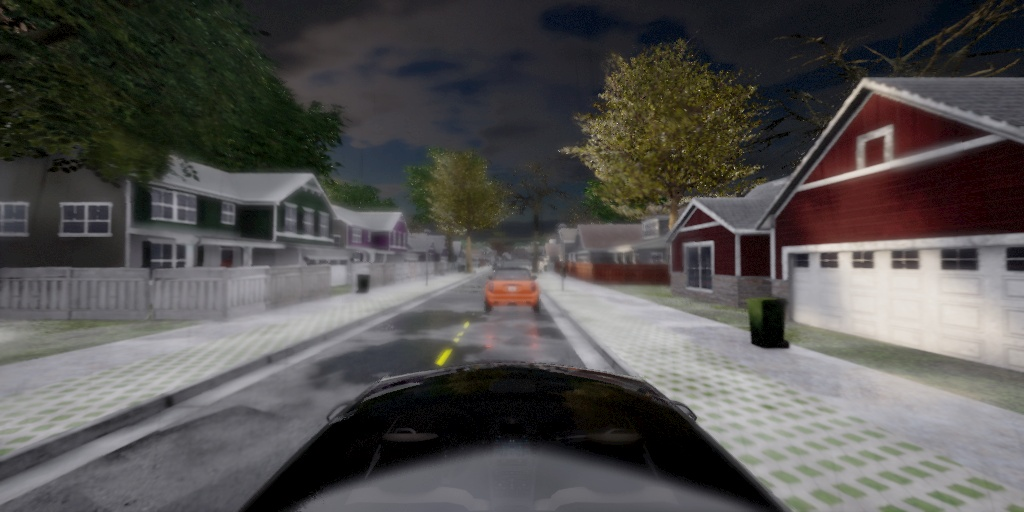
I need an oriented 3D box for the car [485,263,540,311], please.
[{"bbox_3d":[0.028,1.245,15.294,2.097,1.767,4.553,0,-1,0],"label":"car"}]
